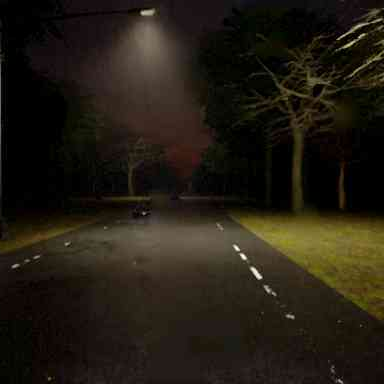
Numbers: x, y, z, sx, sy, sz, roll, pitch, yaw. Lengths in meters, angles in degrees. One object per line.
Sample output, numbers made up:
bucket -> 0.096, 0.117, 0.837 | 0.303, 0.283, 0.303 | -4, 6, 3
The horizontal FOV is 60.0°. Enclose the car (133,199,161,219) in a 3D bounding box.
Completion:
car -> -3.610, 1.370, 27.397 | 1.837, 1.490, 4.892 | 0, 0, 0

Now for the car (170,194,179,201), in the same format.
car -> -3.533, 1.062, 67.961 | 2.033, 1.411, 5.357 | 0, 1, 0
